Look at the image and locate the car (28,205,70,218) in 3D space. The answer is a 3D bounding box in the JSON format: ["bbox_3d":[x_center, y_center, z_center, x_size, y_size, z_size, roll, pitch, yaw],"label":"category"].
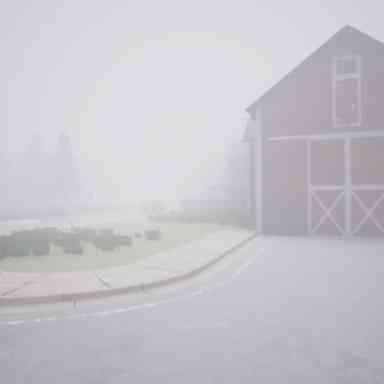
[{"bbox_3d":[-14.005,1.978,32.796,1.994,1.385,4.181,-1,0,19],"label":"car"}]

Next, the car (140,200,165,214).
[{"bbox_3d":[-4.720,1.851,39.527,1.816,1.474,4.193,-7,-2,17],"label":"car"}]

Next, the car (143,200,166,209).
[{"bbox_3d":[-6.171,2.029,55.173,1.837,1.490,4.892,-1,-1,20],"label":"car"}]
